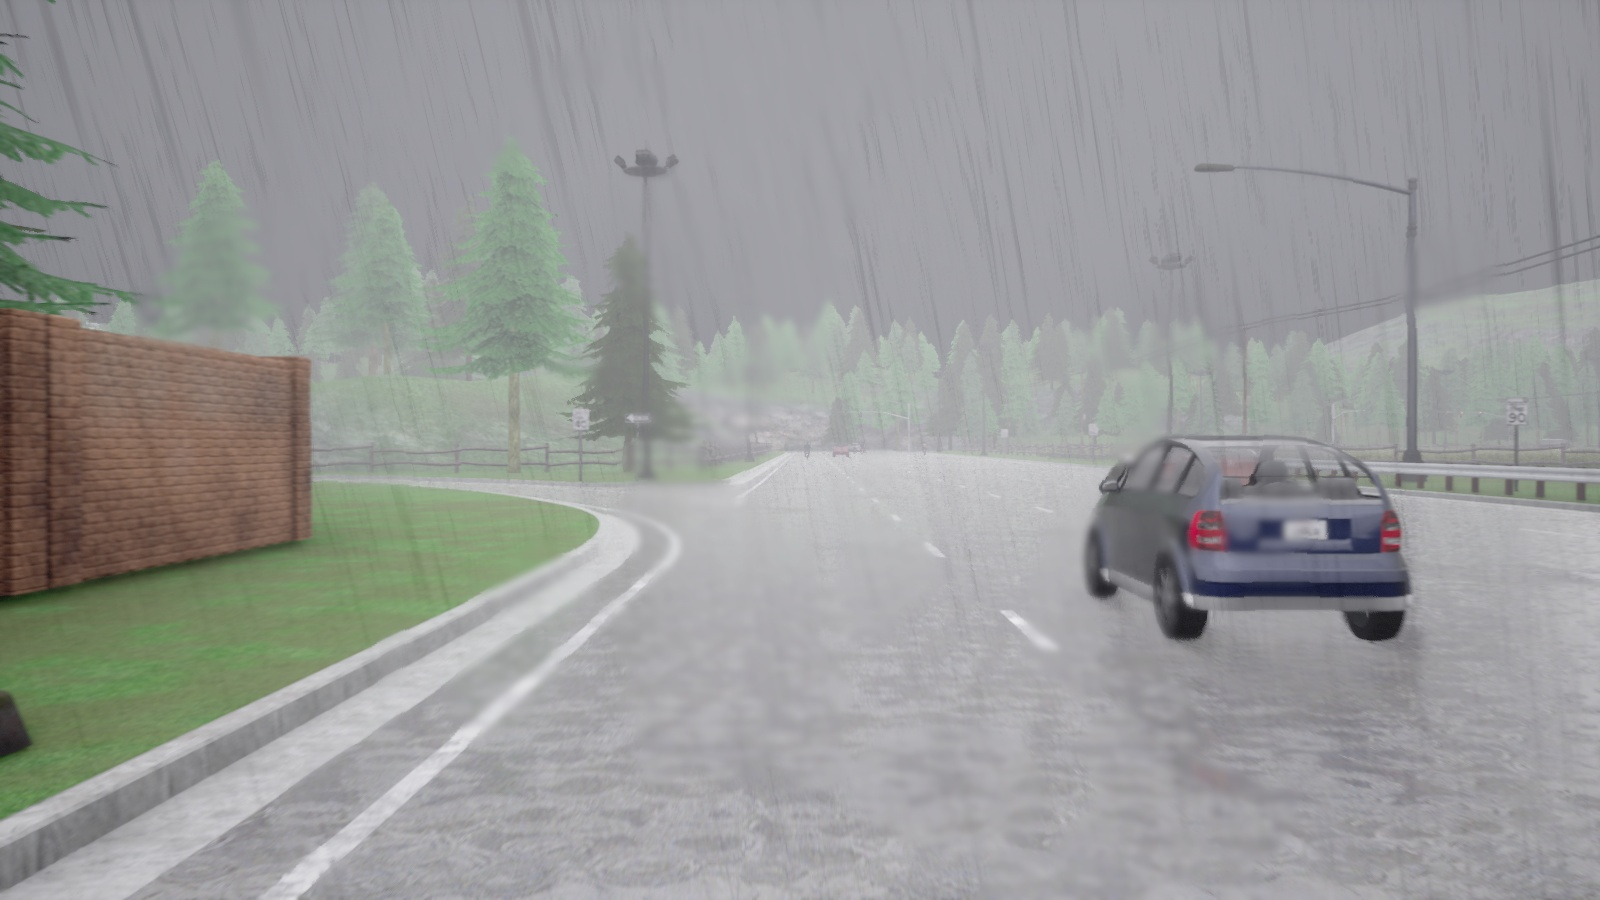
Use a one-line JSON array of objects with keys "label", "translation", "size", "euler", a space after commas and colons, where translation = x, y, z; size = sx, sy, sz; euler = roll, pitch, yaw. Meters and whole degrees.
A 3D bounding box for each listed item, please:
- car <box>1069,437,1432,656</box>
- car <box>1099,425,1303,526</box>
[{"label": "car", "translation": [3.576, 0.668, 10.721], "size": [1.789, 1.549, 3.705], "euler": [0, 0, 0]}, {"label": "car", "translation": [7.147, 0.402, 23.020], "size": [2.152, 1.651, 5.027], "euler": [0, 0, 0]}]
